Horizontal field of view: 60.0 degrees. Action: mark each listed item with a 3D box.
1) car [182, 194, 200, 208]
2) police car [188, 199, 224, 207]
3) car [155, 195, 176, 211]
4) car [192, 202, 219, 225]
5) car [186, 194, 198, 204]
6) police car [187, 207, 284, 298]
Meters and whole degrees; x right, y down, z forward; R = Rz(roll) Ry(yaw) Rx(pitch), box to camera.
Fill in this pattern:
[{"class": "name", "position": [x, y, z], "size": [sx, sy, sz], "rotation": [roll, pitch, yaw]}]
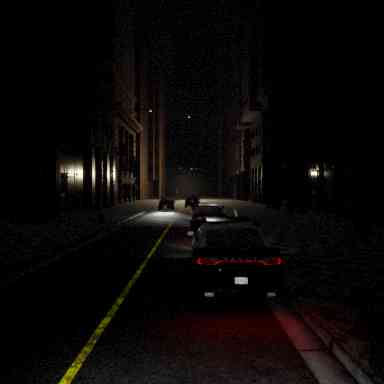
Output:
[{"class": "car", "position": [0.055, 1.293, 46.778], "size": [2.097, 1.767, 4.553], "rotation": [0, 0, 0]}, {"class": "police car", "position": [0.916, 1.410, 18.687], "size": [1.930, 1.638, 5.238], "rotation": [0, 0, 0]}, {"class": "car", "position": [-2.967, 1.446, 39.252], "size": [2.128, 1.511, 4.902], "rotation": [0, 0, 0]}, {"class": "car", "position": [0.921, 1.504, 24.577], "size": [1.812, 1.442, 4.674], "rotation": [0, 0, 0]}, {"class": "car", "position": [0.051, 1.264, 60.071], "size": [2.097, 1.767, 4.553], "rotation": [0, 0, 0]}, {"class": "police car", "position": [0.907, 1.420, 8.685], "size": [1.930, 1.638, 5.238], "rotation": [0, 0, 0]}]
